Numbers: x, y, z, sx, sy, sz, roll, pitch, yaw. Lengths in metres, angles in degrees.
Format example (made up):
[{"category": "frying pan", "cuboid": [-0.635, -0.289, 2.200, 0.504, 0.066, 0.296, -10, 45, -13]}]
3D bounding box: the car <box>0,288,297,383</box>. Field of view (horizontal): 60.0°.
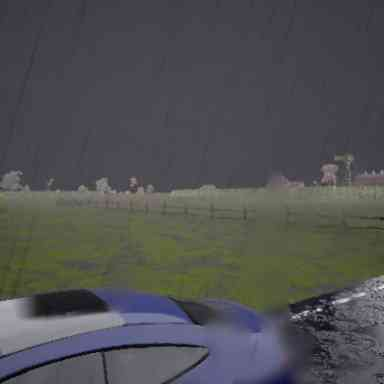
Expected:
[{"category": "car", "cuboid": [-1.234, 1.528, 2.197, 4.674, 1.442, 1.812, 0, 0, -36]}]
